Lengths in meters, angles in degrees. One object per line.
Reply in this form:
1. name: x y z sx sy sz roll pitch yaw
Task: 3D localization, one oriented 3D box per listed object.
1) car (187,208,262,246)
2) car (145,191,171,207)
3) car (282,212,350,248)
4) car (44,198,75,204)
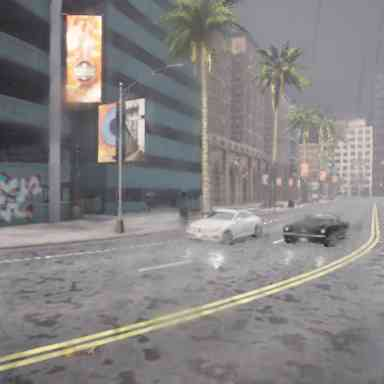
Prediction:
1. car: 1.705 1.519 15.605 1.812 1.442 4.674 1 0 38
2. car: -4.973 0.935 45.985 2.435 2.045 5.566 0 0 29
3. car: 5.777 1.627 15.218 1.895 1.301 4.718 1 0 35
4. car: -21.569 1.229 54.203 1.895 1.301 4.718 0 0 29
